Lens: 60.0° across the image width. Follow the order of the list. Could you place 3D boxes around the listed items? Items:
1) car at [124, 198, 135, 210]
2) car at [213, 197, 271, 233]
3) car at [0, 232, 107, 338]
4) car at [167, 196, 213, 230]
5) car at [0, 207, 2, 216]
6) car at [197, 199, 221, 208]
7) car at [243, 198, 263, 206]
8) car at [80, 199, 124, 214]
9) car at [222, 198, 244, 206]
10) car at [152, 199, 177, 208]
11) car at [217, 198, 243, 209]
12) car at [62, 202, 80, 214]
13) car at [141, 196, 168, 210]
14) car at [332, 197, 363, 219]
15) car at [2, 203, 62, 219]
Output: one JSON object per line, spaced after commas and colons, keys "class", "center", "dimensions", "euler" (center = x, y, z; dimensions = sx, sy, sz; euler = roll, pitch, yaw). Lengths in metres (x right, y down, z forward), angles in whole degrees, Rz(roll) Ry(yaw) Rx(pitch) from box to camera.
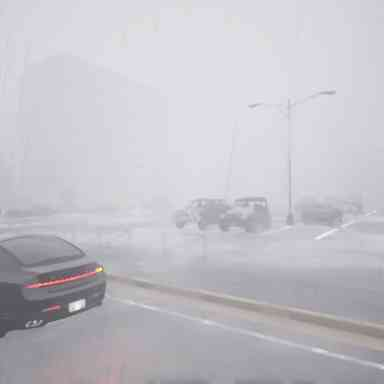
{"class": "car", "center": [-10.402, 1.792, 48.362], "dimensions": [2.097, 1.767, 4.553], "euler": [-1, 0, 34]}
{"class": "car", "center": [3.160, 1.258, 19.179], "dimensions": [1.905, 1.878, 3.866], "euler": [-1, 0, 34]}
{"class": "car", "center": [-3.803, 1.587, 6.686], "dimensions": [4.892, 1.490, 1.837], "euler": [-1, -1, 35]}
{"class": "car", "center": [0.794, 1.290, 20.847], "dimensions": [1.932, 1.855, 4.605], "euler": [-1, 0, 34]}
{"class": "car", "center": [-21.164, 1.938, 32.352], "dimensions": [1.837, 1.490, 4.892], "euler": [-1, 0, 34]}
{"class": "car", "center": [2.890, 1.883, 55.235], "dimensions": [1.812, 1.442, 4.674], "euler": [-1, -1, 34]}
{"class": "car", "center": [11.264, 1.823, 61.427], "dimensions": [1.837, 1.490, 4.892], "euler": [-1, 0, 34]}
{"class": "car", "center": [-11.058, 1.921, 41.100], "dimensions": [1.812, 1.442, 4.674], "euler": [-1, 0, 34]}
{"class": "car", "center": [7.855, 1.852, 62.623], "dimensions": [2.128, 1.511, 4.902], "euler": [-1, -1, 34]}
{"class": "car", "center": [-4.629, 1.968, 56.876], "dimensions": [1.812, 1.442, 4.674], "euler": [-1, 0, 35]}
{"class": "car", "center": [6.151, 1.807, 53.814], "dimensions": [2.128, 1.511, 4.902], "euler": [-1, 0, 34]}
{"class": "car", "center": [-15.730, 1.984, 40.438], "dimensions": [2.033, 1.411, 5.357], "euler": [-1, 0, 34]}
{"class": "car", "center": [-5.182, 1.620, 49.818], "dimensions": [2.150, 2.045, 5.566], "euler": [-1, 0, 34]}
{"class": "car", "center": [15.197, 1.470, 32.123], "dimensions": [1.970, 1.475, 3.806], "euler": [-1, 0, 34]}
{"class": "car", "center": [-16.052, 1.993, 33.684], "dimensions": [1.895, 1.301, 4.718], "euler": [-1, 0, 34]}
